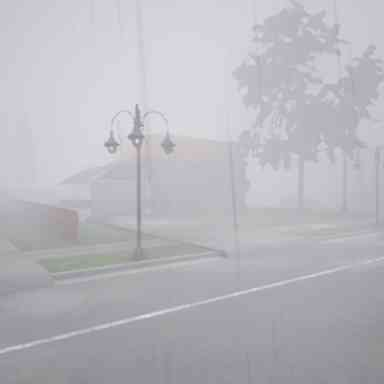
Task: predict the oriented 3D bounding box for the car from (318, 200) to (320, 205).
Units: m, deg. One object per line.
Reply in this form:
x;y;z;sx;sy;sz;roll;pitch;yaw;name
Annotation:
17.596;1.406;51.912;1.837;1.490;4.892;0;0;-34;car

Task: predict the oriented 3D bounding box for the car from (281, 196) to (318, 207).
15.359;1.387;48.958;1.882;1.535;5.008;0;0;-34;car
